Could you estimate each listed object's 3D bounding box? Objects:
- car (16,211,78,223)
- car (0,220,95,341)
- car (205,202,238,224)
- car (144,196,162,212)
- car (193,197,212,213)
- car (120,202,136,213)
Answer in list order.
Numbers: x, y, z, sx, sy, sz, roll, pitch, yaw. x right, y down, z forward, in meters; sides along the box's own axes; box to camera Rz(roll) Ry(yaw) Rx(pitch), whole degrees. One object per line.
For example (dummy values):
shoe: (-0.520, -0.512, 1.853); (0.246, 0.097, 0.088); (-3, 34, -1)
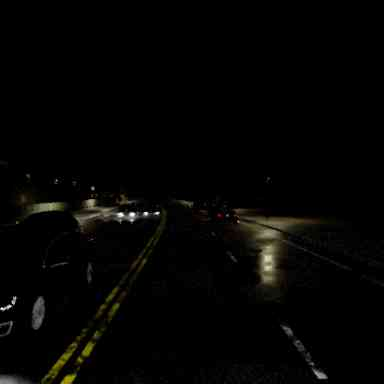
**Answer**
car: (-6.811, 1.685, 15.612); (1.837, 1.490, 4.892); (0, -1, 1)
car: (-3.417, 1.586, 6.882); (1.837, 1.490, 4.892); (0, 0, -1)
car: (2.546, 1.843, 27.517); (2.033, 1.411, 5.357); (0, -1, -3)
car: (-5.605, 1.844, 47.022); (2.097, 1.767, 4.553); (0, 0, -5)
car: (1.407, 1.683, 43.537); (2.150, 2.045, 5.566); (0, 0, -5)
car: (-8.720, 2.078, 45.430); (1.895, 1.301, 4.718); (0, -1, -5)
